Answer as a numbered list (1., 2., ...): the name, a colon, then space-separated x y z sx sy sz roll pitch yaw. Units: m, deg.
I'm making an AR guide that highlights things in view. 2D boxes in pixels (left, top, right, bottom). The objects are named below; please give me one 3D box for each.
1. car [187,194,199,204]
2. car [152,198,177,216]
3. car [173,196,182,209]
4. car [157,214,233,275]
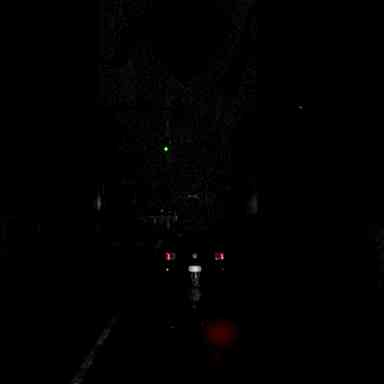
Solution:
1. car: 0.117 1.558 63.168 1.837 1.490 4.892 0 0 0
2. car: -2.808 1.570 32.741 1.994 1.385 4.181 0 0 0
3. car: -2.764 1.526 44.545 1.837 1.490 4.892 0 0 0
4. car: 0.049 1.597 10.381 1.895 1.301 4.718 0 0 -1
